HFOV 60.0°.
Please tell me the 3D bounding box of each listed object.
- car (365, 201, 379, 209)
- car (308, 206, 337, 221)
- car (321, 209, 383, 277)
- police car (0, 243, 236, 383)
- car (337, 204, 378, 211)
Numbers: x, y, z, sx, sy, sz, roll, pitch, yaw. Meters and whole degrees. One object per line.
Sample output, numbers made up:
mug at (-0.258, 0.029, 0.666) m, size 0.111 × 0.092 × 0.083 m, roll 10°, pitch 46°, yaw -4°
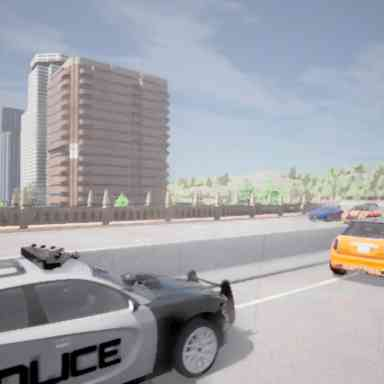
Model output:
car at (36.177, 2.562, 66.793) m, size 1.994 × 1.385 × 4.181 m, roll 0°, pitch -1°, yaw 22°
car at (13.243, 2.070, 32.555) m, size 5.008 × 1.535 × 1.882 m, roll 1°, pitch -1°, yaw -43°
car at (6.158, 1.546, 9.994) m, size 4.553 × 1.767 × 2.097 m, roll 1°, pitch -1°, yaw -38°
police car at (-1.637, 1.481, 3.955) m, size 5.238 × 1.638 × 1.930 m, roll 1°, pitch -1°, yaw -38°
car at (15.184, 1.908, 29.626) m, size 4.553 × 1.767 × 2.097 m, roll 1°, pitch -1°, yaw -43°
